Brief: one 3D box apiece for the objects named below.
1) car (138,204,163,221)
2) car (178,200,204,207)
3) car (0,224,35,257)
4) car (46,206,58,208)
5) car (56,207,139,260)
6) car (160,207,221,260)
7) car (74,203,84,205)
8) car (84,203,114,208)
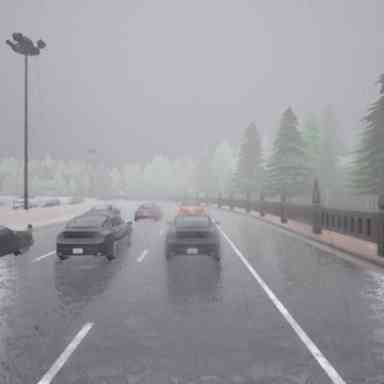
[{"bbox_3d":[-3.570,1.653,27.772,1.994,1.385,4.181,0,0,-1],"label":"car"},{"bbox_3d":[-0.068,1.439,27.464,2.097,1.767,4.553,0,0,-1],"label":"car"},{"bbox_3d":[-6.983,1.581,10.371,2.033,1.411,5.357,0,0,0],"label":"car"},{"bbox_3d":[-21.098,1.725,50.890,1.994,1.385,4.181,0,0,-15],"label":"car"},{"bbox_3d":[-3.462,1.546,12.575,1.837,1.490,4.892,0,0,1],"label":"car"},{"bbox_3d":[0.039,1.546,12.574,1.837,1.490,4.892,0,0,1],"label":"car"},{"bbox_3d":[-17.747,1.518,51.848,2.097,1.767,4.553,0,0,-15],"label":"car"},{"bbox_3d":[-7.054,1.687,26.945,1.895,1.301,4.718,0,0,-1],"label":"car"}]
